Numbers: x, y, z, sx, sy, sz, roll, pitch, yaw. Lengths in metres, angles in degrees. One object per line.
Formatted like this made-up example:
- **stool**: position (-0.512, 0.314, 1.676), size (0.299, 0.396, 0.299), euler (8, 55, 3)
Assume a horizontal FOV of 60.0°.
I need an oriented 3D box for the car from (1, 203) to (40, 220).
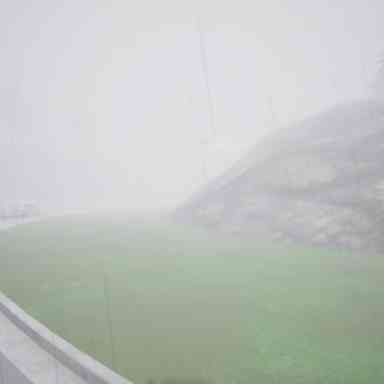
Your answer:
- **car**: position (-15.450, 1.689, 30.125), size (1.812, 1.442, 4.674), euler (0, 0, -3)
